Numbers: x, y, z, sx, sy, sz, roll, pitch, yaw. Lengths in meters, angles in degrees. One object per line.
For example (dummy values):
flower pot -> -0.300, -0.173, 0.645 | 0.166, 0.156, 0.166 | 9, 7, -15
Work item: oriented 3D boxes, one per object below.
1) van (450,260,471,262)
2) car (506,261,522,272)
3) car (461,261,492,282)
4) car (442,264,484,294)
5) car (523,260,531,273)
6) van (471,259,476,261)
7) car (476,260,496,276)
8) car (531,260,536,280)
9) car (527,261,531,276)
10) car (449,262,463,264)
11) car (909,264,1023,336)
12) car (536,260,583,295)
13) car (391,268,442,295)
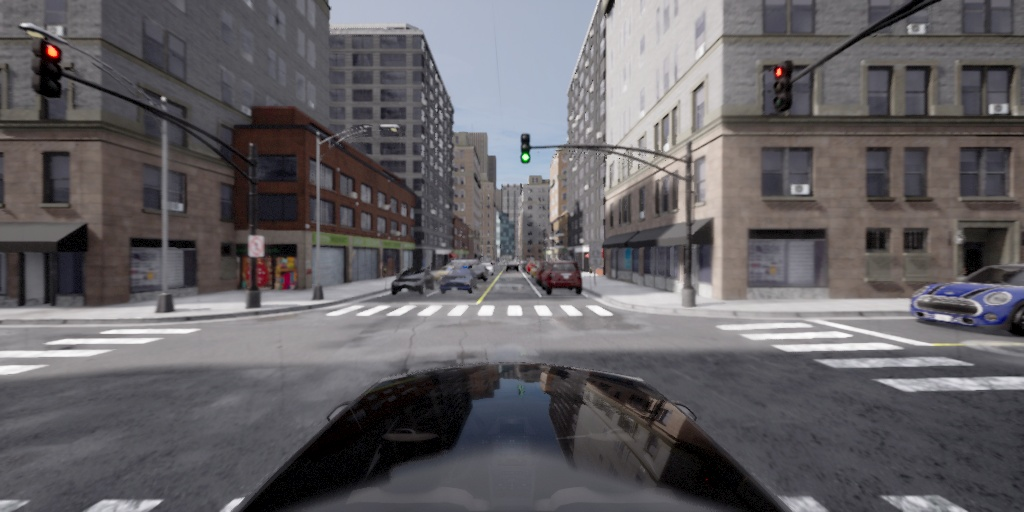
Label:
van -> -5.682, 1.349, 37.918 | 1.690, 1.789, 3.998 | 0, 0, 0
car -> 0.075, 1.605, 54.350 | 1.882, 1.535, 5.008 | 0, 0, 0
car -> -3.110, 1.473, 32.124 | 1.837, 1.490, 4.892 | 0, 0, 0
car -> -3.107, 1.440, 22.047 | 2.033, 1.411, 5.357 | 0, 0, 0
car -> 2.847, 1.368, 43.507 | 2.192, 1.841, 5.009 | 0, 0, 0
van -> -5.685, 1.389, 43.504 | 1.690, 1.789, 3.998 | 0, 0, 0
car -> -3.104, 1.568, 42.408 | 1.812, 1.442, 4.674 | 0, 0, 0
car -> 2.850, 1.246, 26.750 | 2.192, 1.841, 5.009 | 0, 0, 0
car -> 2.847, 1.539, 38.091 | 1.751, 1.417, 4.829 | 0, 0, 0
car -> -5.680, 1.493, 32.162 | 1.751, 1.417, 4.829 | 0, 0, 0
car -> 13.459, 0.995, 9.406 | 4.553, 1.767, 2.097 | -1, 0, -1
car -> 2.851, 1.204, 21.163 | 2.192, 1.841, 5.009 | 0, 0, 0
car -> -5.676, 1.450, 21.161 | 1.948, 1.339, 4.313 | 0, 0, 0
